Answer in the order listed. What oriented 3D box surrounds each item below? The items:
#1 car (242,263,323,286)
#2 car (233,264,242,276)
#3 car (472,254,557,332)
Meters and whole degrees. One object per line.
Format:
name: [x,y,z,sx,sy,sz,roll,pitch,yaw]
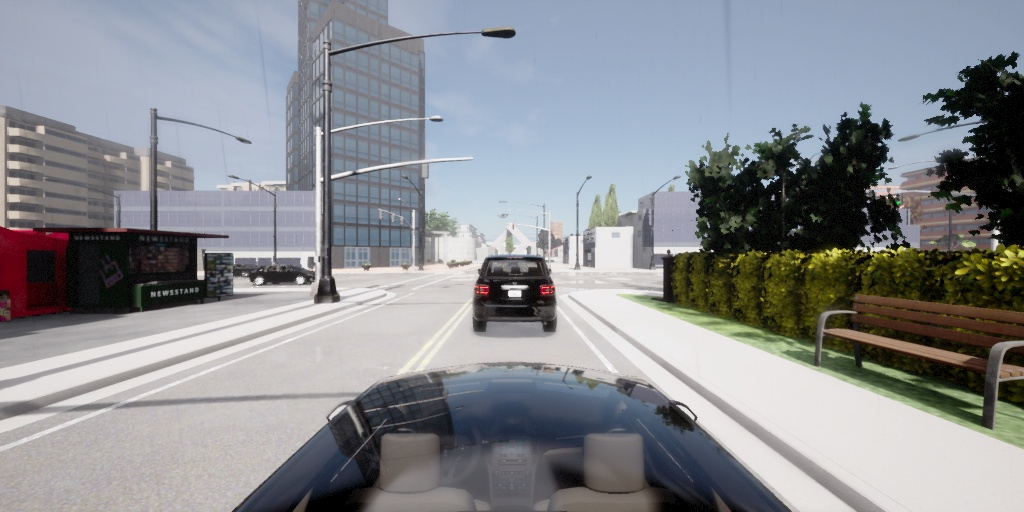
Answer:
car: [-16.366,1.361,26.122,4.892,1.490,1.837,-1,0,0]
car: [-28.108,1.502,36.743,4.892,1.490,1.837,-1,0,0]
car: [0.082,0.971,11.013,2.150,2.045,5.566,0,0,0]
